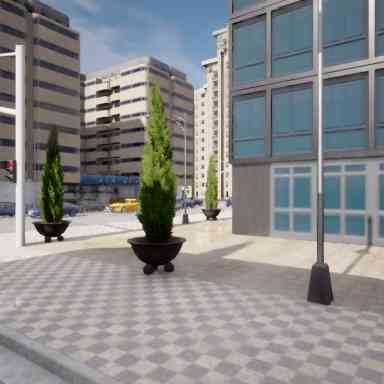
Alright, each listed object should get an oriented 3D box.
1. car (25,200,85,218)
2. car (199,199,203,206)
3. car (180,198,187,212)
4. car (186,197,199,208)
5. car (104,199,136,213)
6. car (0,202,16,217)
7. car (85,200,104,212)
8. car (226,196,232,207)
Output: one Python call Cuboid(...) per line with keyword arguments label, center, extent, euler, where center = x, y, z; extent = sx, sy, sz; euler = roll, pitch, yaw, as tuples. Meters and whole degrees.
Cuboid(label="car", center=(-12.488, 1.581, 30.236), extent=(1.812, 1.442, 4.674), euler=(0, 0, 35))
Cuboid(label="car", center=(-0.023, 1.581, 53.833), extent=(1.812, 1.442, 4.674), euler=(0, 0, 36))
Cuboid(label="car", center=(-3.001, 1.656, 37.250), extent=(1.895, 1.301, 4.718), euler=(0, 0, 35))
Cuboid(label="car", center=(-1.383, 1.581, 45.911), extent=(1.812, 1.442, 4.674), euler=(0, 0, 35))
Cuboid(label="car", center=(-7.163, 1.533, 37.783), extent=(1.882, 1.535, 5.008), euler=(0, 0, 35))
Cuboid(label="car", center=(-17.144, 1.603, 29.756), extent=(2.033, 1.411, 5.357), euler=(0, 0, 35))
Cuboid(label="car", center=(-11.806, 1.619, 37.283), extent=(1.994, 1.385, 4.181), euler=(0, 0, 35))
Cuboid(label="car", center=(7.167, 1.407, 51.613), extent=(2.097, 1.767, 4.553), euler=(0, 0, 35))
